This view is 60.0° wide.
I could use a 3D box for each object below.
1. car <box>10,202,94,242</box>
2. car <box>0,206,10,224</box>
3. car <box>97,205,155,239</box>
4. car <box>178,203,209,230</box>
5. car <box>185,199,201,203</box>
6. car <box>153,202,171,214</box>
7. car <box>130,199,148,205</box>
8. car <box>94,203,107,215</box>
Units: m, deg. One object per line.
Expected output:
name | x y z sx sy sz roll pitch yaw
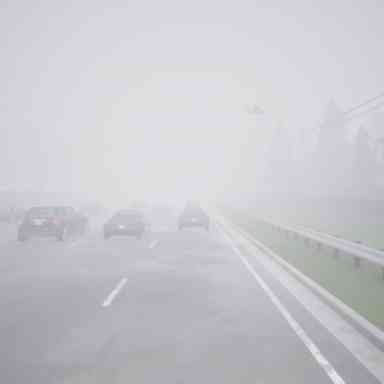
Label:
car | -6.894 1.430 17.030 2.097 1.767 4.553 0 0 0
car | -13.891 1.718 25.458 1.895 1.301 4.718 0 0 0
car | -3.394 1.646 17.956 1.994 1.385 4.181 0 0 0
car | 0.109 1.665 22.053 1.994 1.385 4.181 0 0 0
car | 0.116 1.694 44.522 2.128 1.511 4.902 0 0 0
car | -3.386 1.772 37.545 1.895 1.301 4.718 0 0 0
car | -6.883 1.689 43.139 2.128 1.511 4.902 0 0 0
car | -10.387 1.762 35.191 1.895 1.301 4.718 0 0 0
